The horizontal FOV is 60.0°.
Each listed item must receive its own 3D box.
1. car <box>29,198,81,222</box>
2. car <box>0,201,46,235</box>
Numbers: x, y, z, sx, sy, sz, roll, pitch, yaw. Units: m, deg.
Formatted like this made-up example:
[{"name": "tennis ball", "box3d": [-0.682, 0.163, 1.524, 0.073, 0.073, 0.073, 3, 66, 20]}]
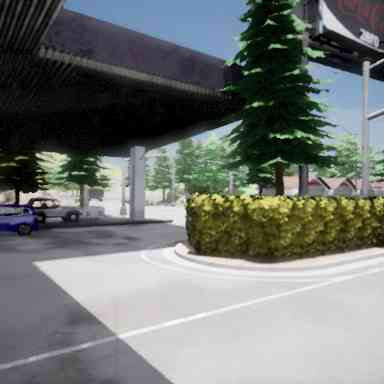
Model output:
[{"name": "car", "box3d": [-10.359, 1.366, 24.626, 3.866, 1.878, 1.905, 1, 0, -36]}, {"name": "car", "box3d": [-10.562, 1.493, 17.496, 4.611, 1.667, 2.242, 1, 0, -36]}]
